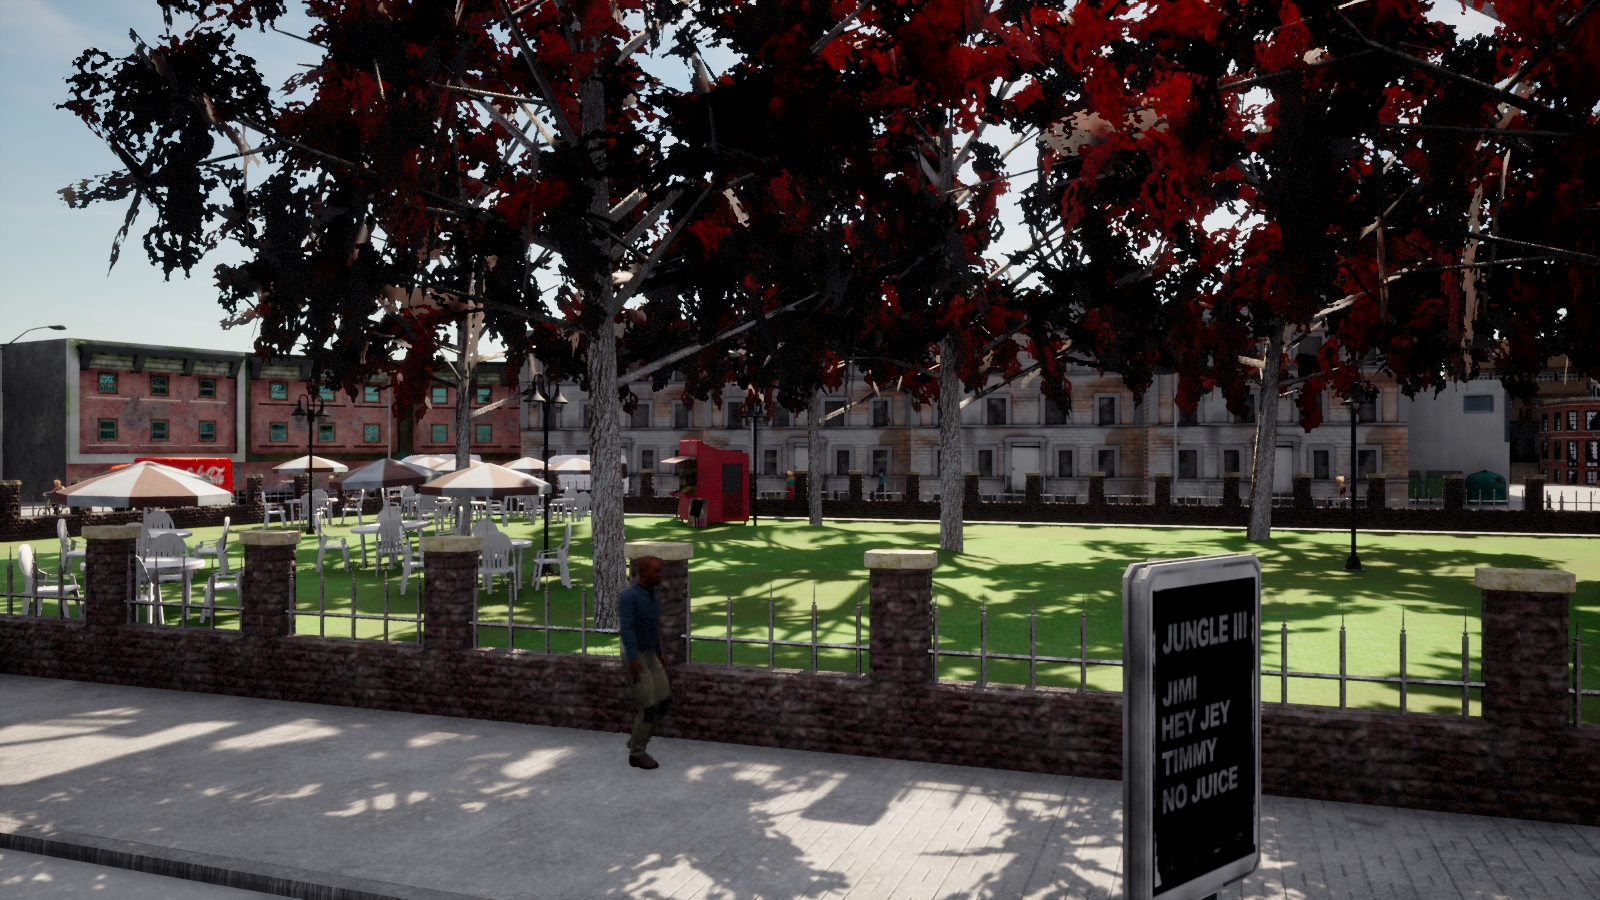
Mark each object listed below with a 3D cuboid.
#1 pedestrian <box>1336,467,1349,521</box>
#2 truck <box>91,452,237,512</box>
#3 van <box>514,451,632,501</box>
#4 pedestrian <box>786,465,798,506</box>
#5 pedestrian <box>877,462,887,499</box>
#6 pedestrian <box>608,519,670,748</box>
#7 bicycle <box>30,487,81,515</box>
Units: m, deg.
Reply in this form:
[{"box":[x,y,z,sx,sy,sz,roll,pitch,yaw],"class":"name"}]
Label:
[{"box":[19.004,1.525,40.007,0.375,1.860,0.375,0,0,20],"class":"pedestrian"},{"box":[-28.185,1.348,50.858,2.627,2.467,5.204,0,0,21],"class":"truck"},{"box":[-12.048,1.315,60.623,5.915,2.561,1.988,0,0,20],"class":"van"},{"box":[-0.369,1.629,52.397,0.375,1.860,0.375,0,0,33],"class":"pedestrian"},{"box":[4.095,1.525,57.237,0.375,1.860,0.375,0,0,-21],"class":"pedestrian"},{"box":[-1.359,1.525,9.645,0.375,1.860,0.375,0,0,23],"class":"pedestrian"},{"box":[-29.946,2.036,45.966,0.859,1.080,1.487,0,0,21],"class":"bicycle"}]
